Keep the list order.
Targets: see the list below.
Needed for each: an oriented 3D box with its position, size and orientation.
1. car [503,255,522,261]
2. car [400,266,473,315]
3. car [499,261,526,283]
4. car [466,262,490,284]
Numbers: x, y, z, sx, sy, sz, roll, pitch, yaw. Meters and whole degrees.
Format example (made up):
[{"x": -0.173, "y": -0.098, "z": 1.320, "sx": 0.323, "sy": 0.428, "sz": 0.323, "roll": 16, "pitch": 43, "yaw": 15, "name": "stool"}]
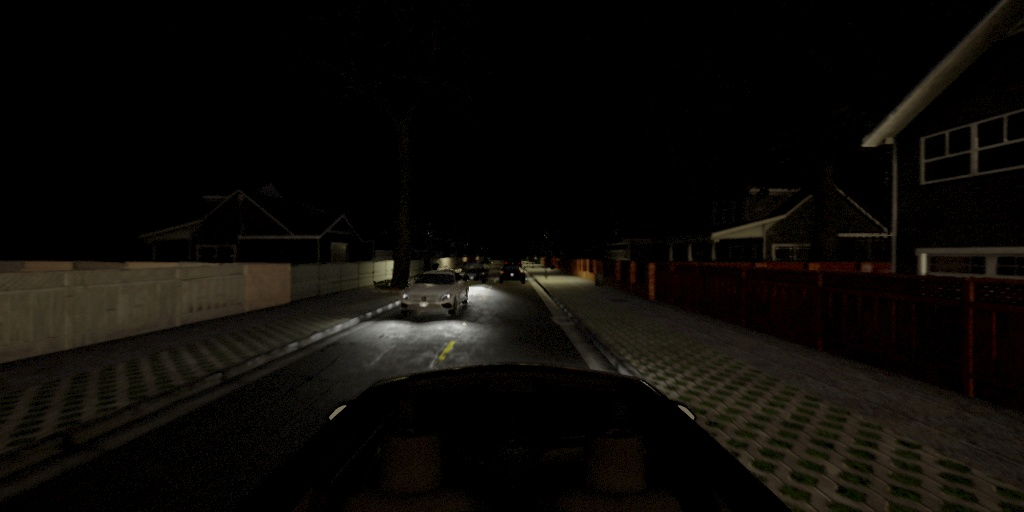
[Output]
[{"x": 0.097, "y": 0.950, "z": 45.813, "sx": 2.150, "sy": 2.045, "sz": 5.566, "roll": 0, "pitch": 0, "yaw": 0, "name": "car"}, {"x": -2.765, "y": 1.273, "z": 13.644, "sx": 1.812, "sy": 1.442, "sz": 4.674, "roll": 0, "pitch": 0, "yaw": 0, "name": "car"}, {"x": 0.031, "y": 1.306, "z": 27.689, "sx": 1.994, "sy": 1.385, "sz": 4.181, "roll": 0, "pitch": 0, "yaw": 1, "name": "car"}, {"x": -2.754, "y": 1.235, "z": 27.260, "sx": 2.128, "sy": 1.511, "sz": 4.902, "roll": 0, "pitch": 0, "yaw": 0, "name": "car"}]
